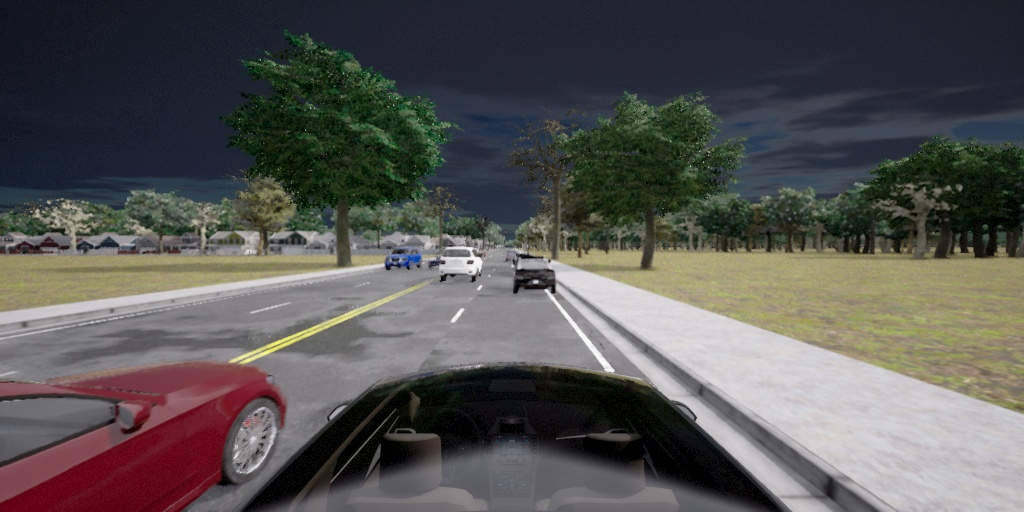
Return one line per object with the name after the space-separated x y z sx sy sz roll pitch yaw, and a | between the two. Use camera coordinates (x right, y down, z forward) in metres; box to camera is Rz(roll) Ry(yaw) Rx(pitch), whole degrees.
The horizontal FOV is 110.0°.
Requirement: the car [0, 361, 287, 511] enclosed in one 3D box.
-3.150 1.278 1.600 1.812 1.442 4.674 0 1 0 | car

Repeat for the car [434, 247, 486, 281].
-3.147 0.455 22.843 2.150 2.045 5.566 0 1 0 | car

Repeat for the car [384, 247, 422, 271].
-9.844 0.214 32.945 2.150 2.045 5.566 0 1 0 | car

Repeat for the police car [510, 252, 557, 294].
0.976 0.793 17.321 1.930 1.638 5.238 0 1 0 | police car

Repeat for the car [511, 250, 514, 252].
0.976 0.490 33.209 1.837 1.490 4.892 0 1 0 | car

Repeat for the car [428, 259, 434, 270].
-6.595 0.569 33.917 1.895 1.301 4.718 0 1 0 | car

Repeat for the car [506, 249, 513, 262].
0.006 0.082 52.461 2.033 1.411 5.357 0 1 0 | car
